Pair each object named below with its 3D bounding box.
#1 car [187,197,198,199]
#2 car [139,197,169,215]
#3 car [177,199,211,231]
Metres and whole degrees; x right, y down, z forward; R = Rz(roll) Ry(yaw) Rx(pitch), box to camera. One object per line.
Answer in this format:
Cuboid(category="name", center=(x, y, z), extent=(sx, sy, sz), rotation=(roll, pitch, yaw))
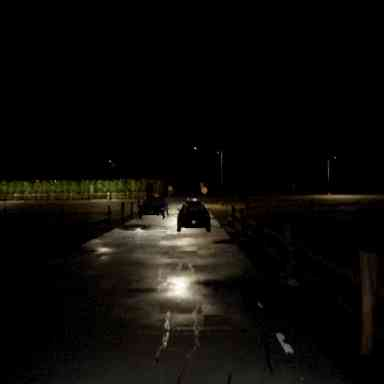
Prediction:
Cuboid(category="car", center=(0.090, 1.289, 38.537), extent=(2.033, 1.411, 5.357), rotation=(0, 1, 0))
Cuboid(category="car", center=(-2.757, 1.061, 24.823), extent=(1.882, 1.535, 5.008), rotation=(0, 1, 0))
Cuboid(category="car", center=(0.095, 1.441, 20.291), extent=(1.882, 1.535, 5.008), rotation=(0, 0, 0))
